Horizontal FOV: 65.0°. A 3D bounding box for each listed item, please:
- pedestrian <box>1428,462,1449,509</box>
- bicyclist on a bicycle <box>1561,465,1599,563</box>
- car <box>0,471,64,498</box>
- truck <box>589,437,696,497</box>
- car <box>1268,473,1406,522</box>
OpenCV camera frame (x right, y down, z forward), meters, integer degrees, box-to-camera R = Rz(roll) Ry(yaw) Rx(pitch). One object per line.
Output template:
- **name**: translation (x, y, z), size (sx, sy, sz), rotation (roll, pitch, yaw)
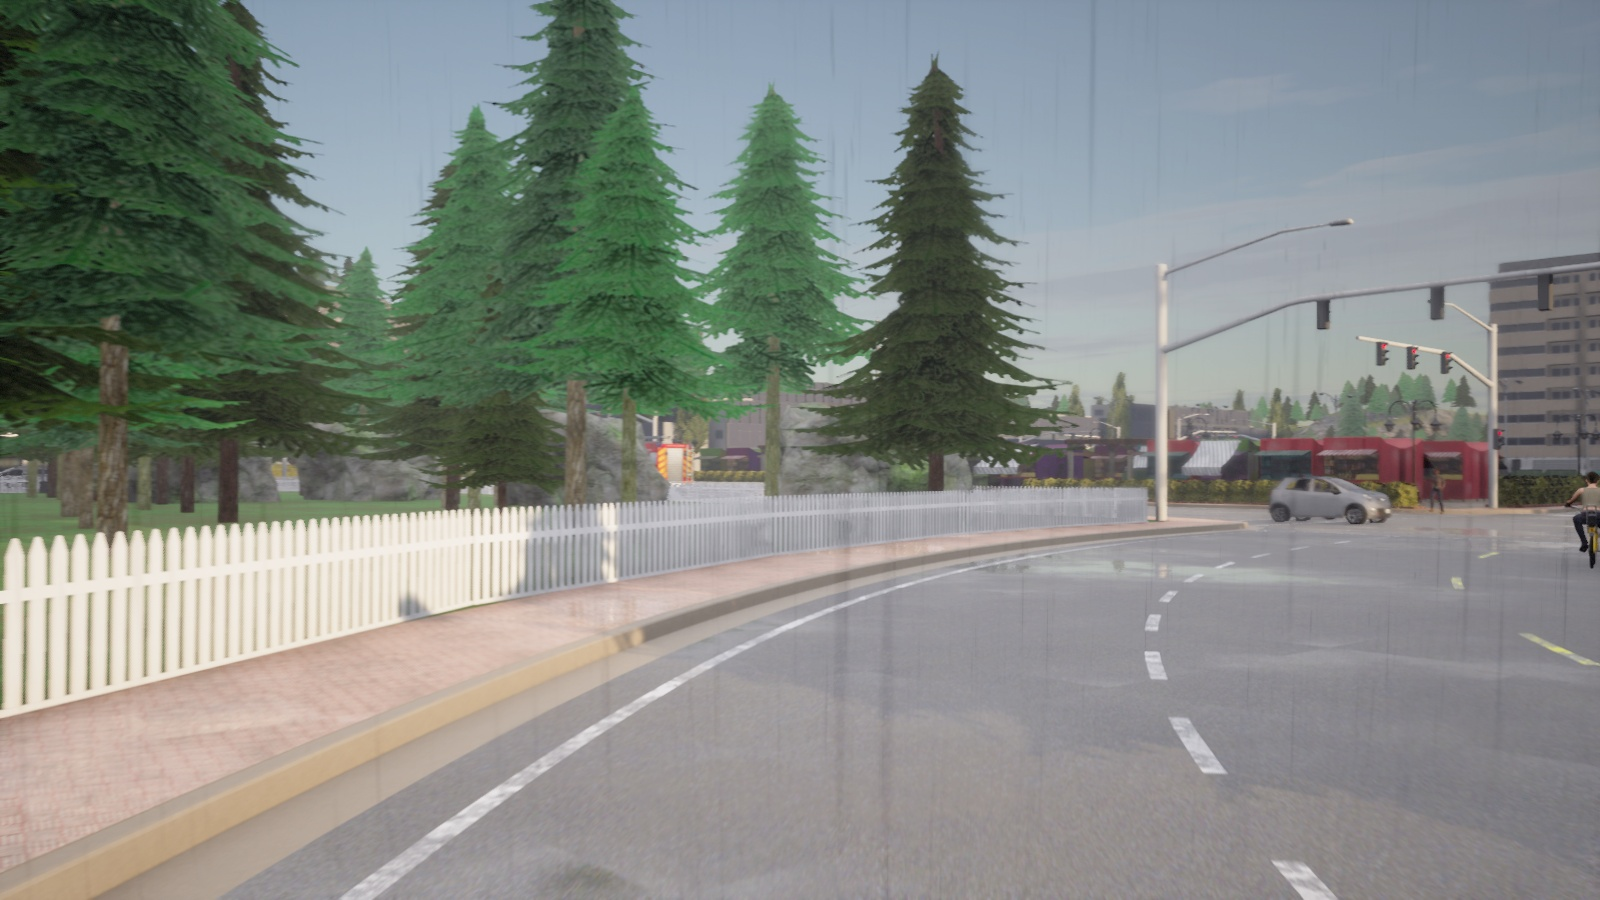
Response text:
- **pedestrian**: translation (25.063, 1.391, 49.278), size (0.869, 1.805, 0.328), rotation (1, -1, -36)
- **bicyclist on a bicycle**: translation (13.507, 1.069, 21.369), size (0.866, 1.612, 1.509), rotation (-1, -1, 34)
- **car**: translation (-50.524, 2.226, 81.335), size (4.611, 1.667, 2.242), rotation (1, -1, -39)
- **truck**: translation (-10.628, 1.139, 83.722), size (2.891, 3.827, 8.468), rotation (1, -1, -41)
- **car**: translation (17.239, 1.502, 40.402), size (1.845, 1.501, 3.633), rotation (1, -2, -41)
